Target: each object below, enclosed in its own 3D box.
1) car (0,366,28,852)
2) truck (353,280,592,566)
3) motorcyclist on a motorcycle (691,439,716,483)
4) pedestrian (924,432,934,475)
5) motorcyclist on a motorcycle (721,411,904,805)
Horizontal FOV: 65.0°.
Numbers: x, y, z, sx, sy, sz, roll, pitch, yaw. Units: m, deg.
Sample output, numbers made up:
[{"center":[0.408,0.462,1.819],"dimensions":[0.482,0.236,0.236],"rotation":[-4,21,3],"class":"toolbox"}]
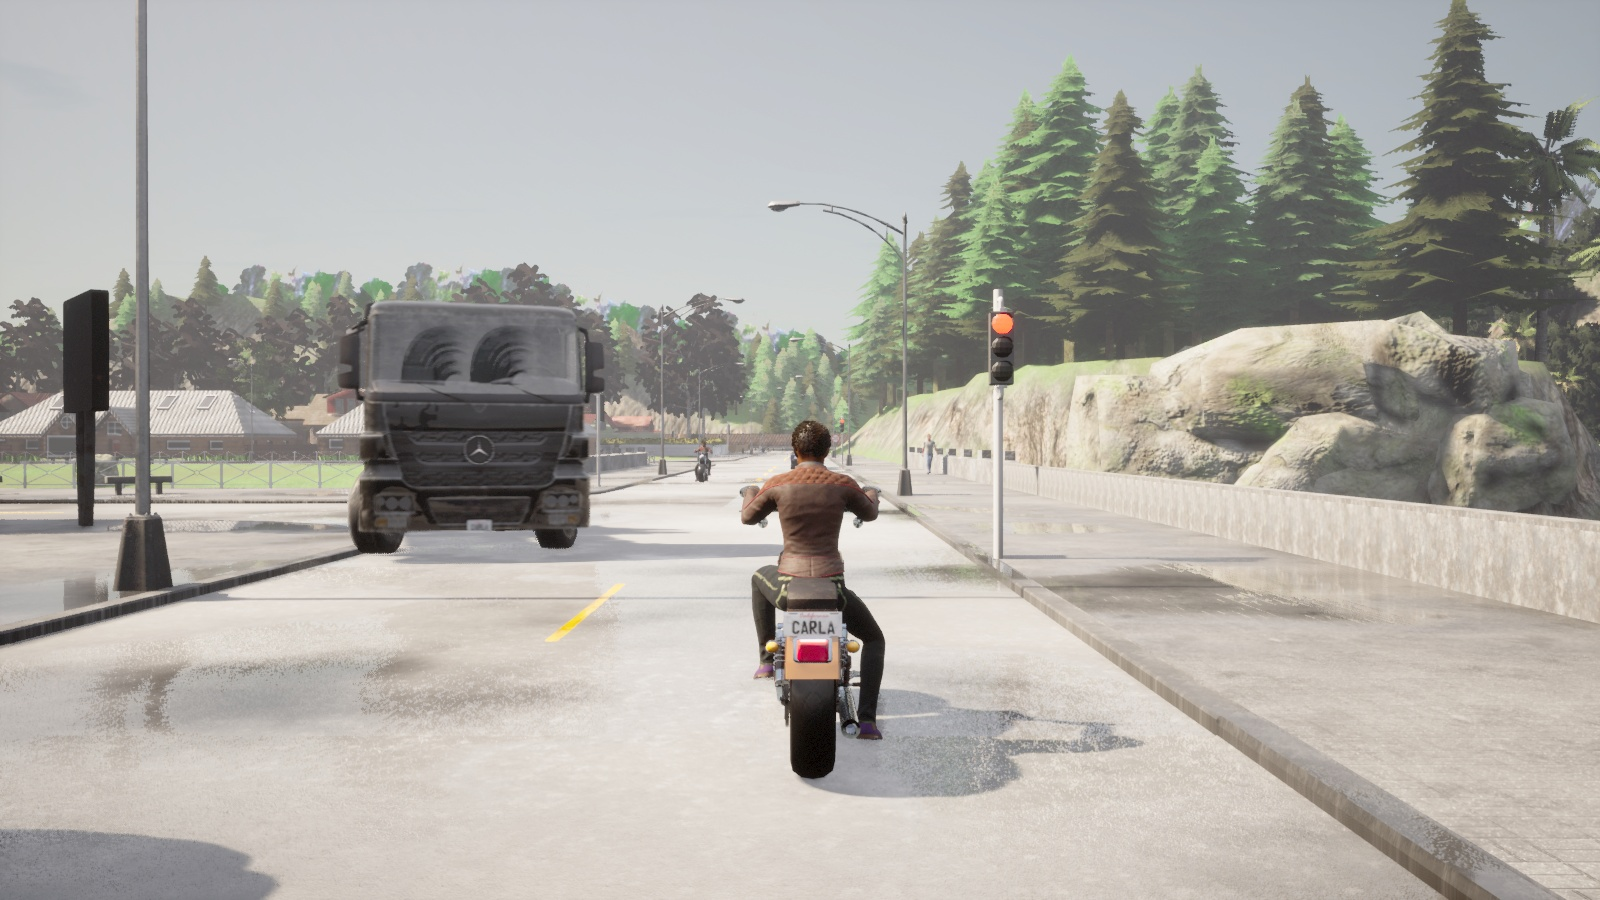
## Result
[{"center":[-3.969,0.588,2.451],"dimensions":[2.097,1.767,4.553],"rotation":[0,0,0],"class":"car"},{"center":[-5.287,-0.351,19.442],"dimensions":[2.891,3.462,7.936],"rotation":[0,0,-18],"class":"truck"},{"center":[-3.716,0.421,48.349],"dimensions":[0.766,1.649,2.350],"rotation":[0,0,0],"class":"motorcyclist on a motorcycle"},{"center":[5.584,0.154,54.382],"dimensions":[0.354,1.836,0.706],"rotation":[0,0,-2],"class":"pedestrian"},{"center":[0.055,0.661,6.438],"dimensions":[0.766,1.649,2.350],"rotation":[0,0,0],"class":"motorcyclist on a motorcycle"}]
